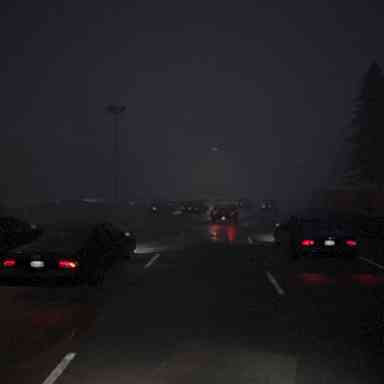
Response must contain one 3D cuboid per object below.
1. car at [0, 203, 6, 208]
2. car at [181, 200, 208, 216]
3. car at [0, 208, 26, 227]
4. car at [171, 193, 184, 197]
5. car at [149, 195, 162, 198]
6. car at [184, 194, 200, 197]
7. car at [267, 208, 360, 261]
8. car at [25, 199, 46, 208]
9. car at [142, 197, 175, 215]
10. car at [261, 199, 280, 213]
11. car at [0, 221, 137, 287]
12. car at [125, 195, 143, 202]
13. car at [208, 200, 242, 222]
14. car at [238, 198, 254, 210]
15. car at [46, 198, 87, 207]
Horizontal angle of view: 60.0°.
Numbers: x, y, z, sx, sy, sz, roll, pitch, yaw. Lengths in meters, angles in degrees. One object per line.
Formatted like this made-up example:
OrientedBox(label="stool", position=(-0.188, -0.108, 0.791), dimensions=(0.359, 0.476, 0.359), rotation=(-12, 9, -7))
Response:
OrientedBox(label="car", position=(-21.096, 1.445, 33.075), dimensions=(2.033, 1.411, 5.357), rotation=(0, 0, 12))
OrientedBox(label="car", position=(0.348, 1.486, 32.111), dimensions=(2.033, 1.411, 5.357), rotation=(0, 0, 13))
OrientedBox(label="car", position=(-6.370, 1.473, 10.608), dimensions=(1.837, 1.490, 4.892), rotation=(0, 0, 4))
OrientedBox(label="car", position=(-3.231, 1.036, 75.479), dimensions=(1.837, 1.490, 4.892), rotation=(0, 0, 22))
OrientedBox(label="car", position=(-8.020, 1.338, 73.025), dimensions=(1.812, 1.442, 4.674), rotation=(0, 0, 22))
OrientedBox(label="car", position=(0.573, 1.307, 75.533), dimensions=(1.837, 1.490, 4.892), rotation=(0, 0, 22))
OrientedBox(label="car", position=(4.251, 1.532, 12.180), dimensions=(2.033, 1.411, 5.357), rotation=(0, 0, 5))
OrientedBox(label="car", position=(-16.577, 1.463, 37.171), dimensions=(1.994, 1.385, 4.181), rotation=(0, 0, 13))
OrientedBox(label="car", position=(-3.041, 1.496, 32.754), dimensions=(1.994, 1.385, 4.181), rotation=(0, 0, 12))
OrientedBox(label="car", position=(8.517, 1.494, 36.067), dimensions=(2.033, 1.411, 5.357), rotation=(0, 0, 15))
OrientedBox(label="car", position=(-3.002, 1.524, 9.332), dimensions=(2.033, 1.411, 5.357), rotation=(0, 0, 4))
OrientedBox(label="car", position=(-12.417, 1.326, 71.526), dimensions=(1.837, 1.490, 4.892), rotation=(0, 0, 22))
OrientedBox(label="car", position=(2.642, 1.556, 25.820), dimensions=(1.895, 1.301, 4.718), rotation=(0, 0, 10))
OrientedBox(label="car", position=(6.675, 1.479, 42.233), dimensions=(2.033, 1.411, 5.357), rotation=(0, 0, 17))
OrientedBox(label="car", position=(-13.234, 1.412, 36.153), dimensions=(1.837, 1.490, 4.892), rotation=(0, 0, 13))
